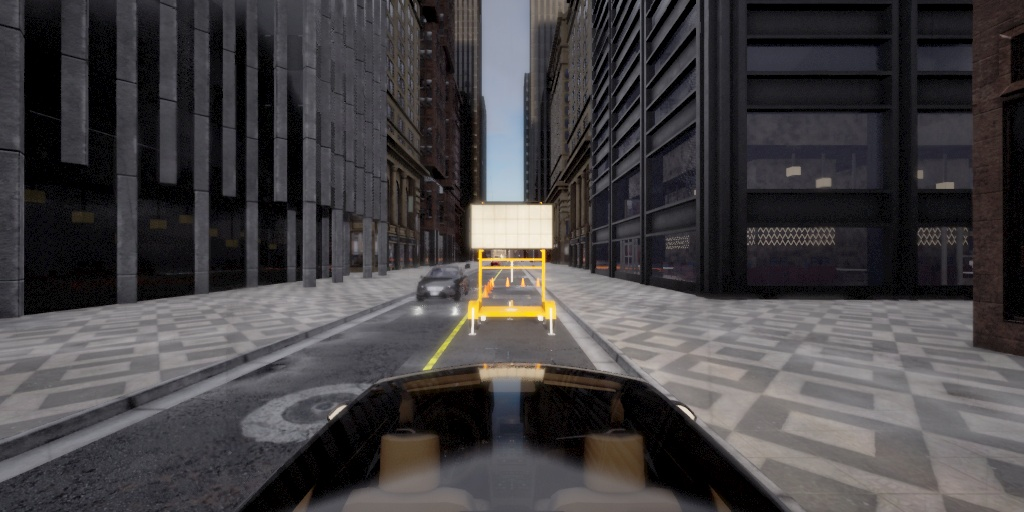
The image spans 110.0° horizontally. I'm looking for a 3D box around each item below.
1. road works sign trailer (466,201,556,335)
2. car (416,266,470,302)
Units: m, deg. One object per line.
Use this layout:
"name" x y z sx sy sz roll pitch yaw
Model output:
"road works sign trailer" -0.001 0.215 10.480 2.380 3.560 2.880 0 0 0
"car" -3.106 1.243 16.867 2.128 1.511 4.902 0 0 0
